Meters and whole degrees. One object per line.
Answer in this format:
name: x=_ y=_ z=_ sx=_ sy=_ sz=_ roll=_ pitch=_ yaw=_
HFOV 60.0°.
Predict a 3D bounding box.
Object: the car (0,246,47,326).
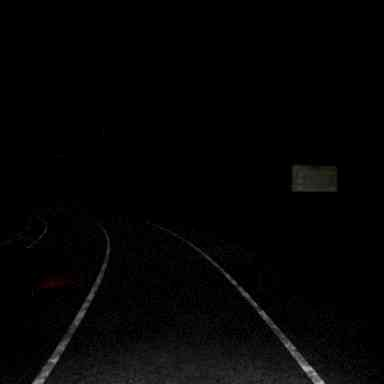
car: x=-3.774 y=1.552 z=4.743 sx=2.033 sy=1.411 sz=5.357 roll=-1 pitch=0 yaw=-6
